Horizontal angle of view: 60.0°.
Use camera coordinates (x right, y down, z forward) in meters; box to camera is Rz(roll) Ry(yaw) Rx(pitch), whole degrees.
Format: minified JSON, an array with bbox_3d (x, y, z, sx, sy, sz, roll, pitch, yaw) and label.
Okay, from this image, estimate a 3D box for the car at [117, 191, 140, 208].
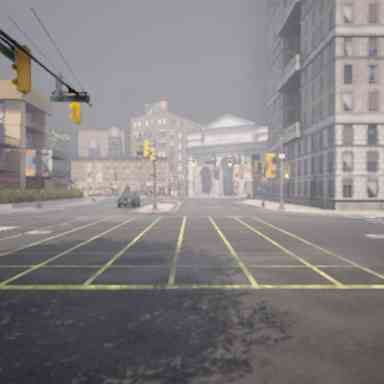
[{"bbox_3d":[-8.056,0.914,42.984,2.150,2.045,5.566,0,0,0],"label":"car"}]
